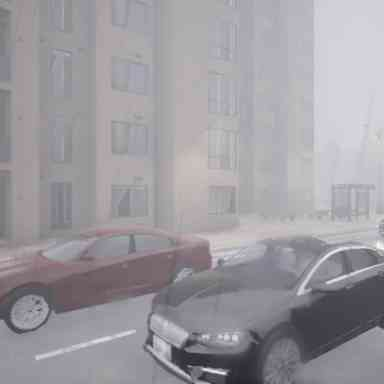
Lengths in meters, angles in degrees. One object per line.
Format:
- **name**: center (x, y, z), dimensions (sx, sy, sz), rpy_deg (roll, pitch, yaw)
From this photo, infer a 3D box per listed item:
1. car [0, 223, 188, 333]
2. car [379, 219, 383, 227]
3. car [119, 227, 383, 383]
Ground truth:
- **car**: center (-1.837, 1.478, 6.998), dimensions (5.008, 1.535, 1.882), rpy_deg (0, 0, -36)
- **car**: center (11.163, 1.491, 16.580), dimensions (4.902, 1.511, 2.128), rpy_deg (0, 0, -36)
- **car**: center (1.630, 1.492, 5.208), dimensions (4.902, 1.511, 2.128), rpy_deg (0, 0, -36)
